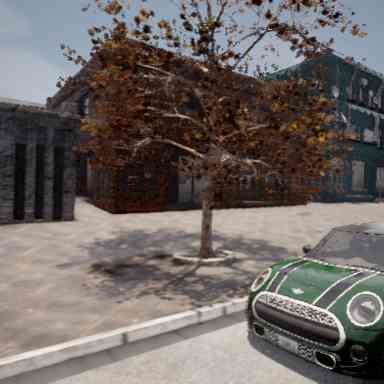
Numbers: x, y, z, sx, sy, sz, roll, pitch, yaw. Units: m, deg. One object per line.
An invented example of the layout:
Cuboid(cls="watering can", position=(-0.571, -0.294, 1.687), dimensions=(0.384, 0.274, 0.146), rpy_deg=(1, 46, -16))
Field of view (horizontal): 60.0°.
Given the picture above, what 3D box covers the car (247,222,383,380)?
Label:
Cuboid(cls="car", position=(3.055, 1.343, 5.556), dimensions=(4.553, 1.767, 2.097), rpy_deg=(0, 0, -35))
